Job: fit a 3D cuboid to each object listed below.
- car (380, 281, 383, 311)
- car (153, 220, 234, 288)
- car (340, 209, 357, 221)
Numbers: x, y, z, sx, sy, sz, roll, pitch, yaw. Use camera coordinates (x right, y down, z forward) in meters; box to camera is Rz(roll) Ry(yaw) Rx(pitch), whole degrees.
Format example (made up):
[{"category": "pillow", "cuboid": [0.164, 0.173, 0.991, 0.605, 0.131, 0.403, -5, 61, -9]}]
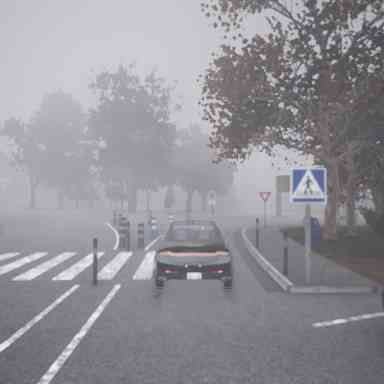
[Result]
[{"category": "car", "cuboid": [5.309, 1.518, 5.295, 4.892, 1.521, 2.231, 1, -1, -21]}, {"category": "car", "cuboid": [0.028, 1.535, 9.331, 2.128, 1.511, 4.902, 0, 0, 0]}, {"category": "car", "cuboid": [19.715, 2.889, 41.850, 2.033, 1.411, 5.357, 1, -1, 24]}]
